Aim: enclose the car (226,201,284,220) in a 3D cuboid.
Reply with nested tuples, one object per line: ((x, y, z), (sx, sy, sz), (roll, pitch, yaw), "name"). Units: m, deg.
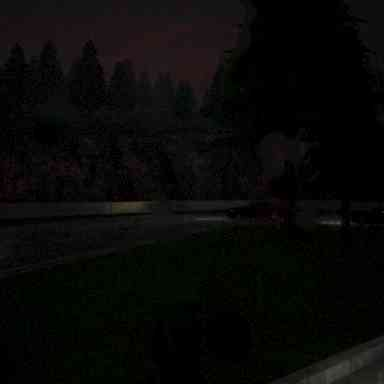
((5.404, 1.570, 28.733), (5.008, 1.535, 1.882), (0, -1, -4), "car")

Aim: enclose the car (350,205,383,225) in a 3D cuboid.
((13.592, 1.627, 23.025), (1.837, 1.490, 4.892), (3, -2, -45), "car")
